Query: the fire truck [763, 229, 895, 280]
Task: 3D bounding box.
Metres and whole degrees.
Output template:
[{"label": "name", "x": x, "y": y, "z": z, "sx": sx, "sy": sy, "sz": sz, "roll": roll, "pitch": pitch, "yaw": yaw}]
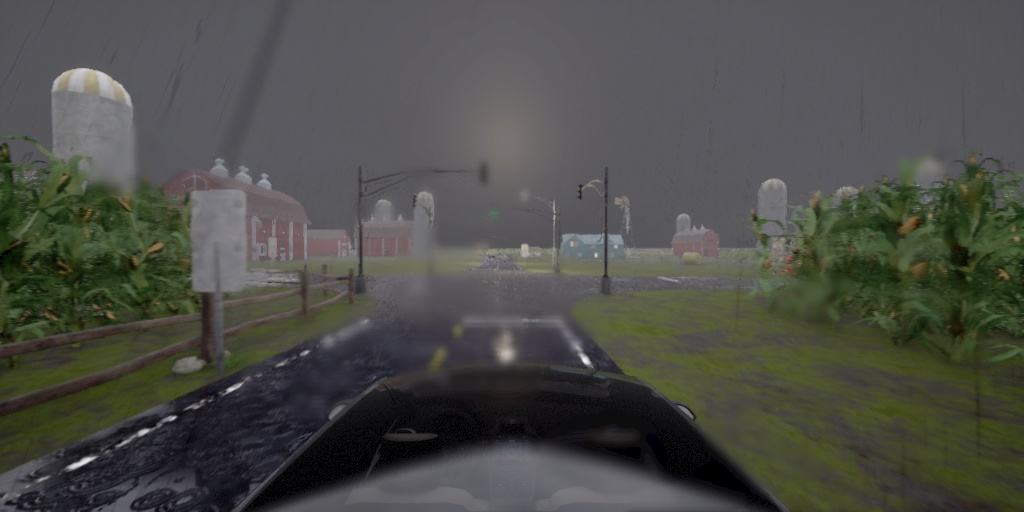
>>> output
[{"label": "fire truck", "x": 24.069, "y": -0.049, "z": 27.092, "sx": 8.468, "sy": 3.827, "sz": 2.891, "roll": 0, "pitch": 1, "yaw": 0}]
